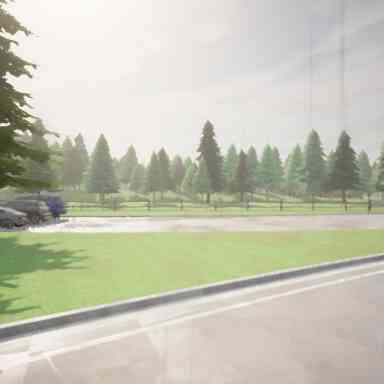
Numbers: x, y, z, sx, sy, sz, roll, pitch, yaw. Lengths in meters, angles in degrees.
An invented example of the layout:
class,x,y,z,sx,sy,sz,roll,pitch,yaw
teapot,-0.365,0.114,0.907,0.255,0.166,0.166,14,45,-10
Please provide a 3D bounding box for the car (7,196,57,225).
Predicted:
class,x,y,z,sx,sy,sz,roll,pitch,yaw
car,-12.513,1.366,23.775,4.553,1.767,2.097,0,0,-2

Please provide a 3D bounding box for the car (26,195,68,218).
class,x,y,z,sx,sy,sz,roll,pitch,yaw
car,-13.108,1.241,27.217,5.566,2.045,2.150,0,0,-2

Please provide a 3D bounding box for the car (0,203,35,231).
class,x,y,z,sx,sy,sz,roll,pitch,yaw
car,-12.290,1.570,20.270,4.181,1.385,1.994,0,0,-3
